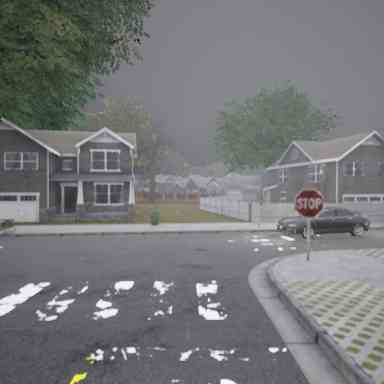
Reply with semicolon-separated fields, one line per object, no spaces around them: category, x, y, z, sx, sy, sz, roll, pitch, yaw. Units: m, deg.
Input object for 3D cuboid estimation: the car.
car;6.767;1.529;17.174;4.892;1.490;1.837;0;0;-15
